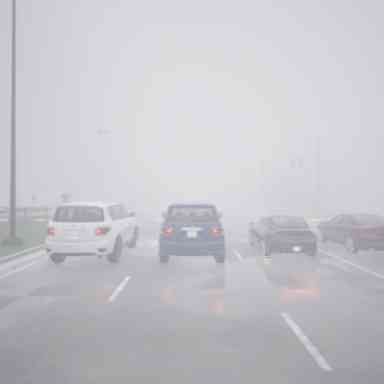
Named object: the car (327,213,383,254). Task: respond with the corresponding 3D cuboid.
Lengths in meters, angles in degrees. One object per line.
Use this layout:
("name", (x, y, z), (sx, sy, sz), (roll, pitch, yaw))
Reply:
("car", (7.024, 1.625, 14.245), (1.882, 1.535, 5.008), (0, 0, 0))

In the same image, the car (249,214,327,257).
("car", (3.517, 1.647, 13.505), (1.837, 1.490, 4.892), (0, 0, 0))

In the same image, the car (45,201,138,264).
("car", (-3.492, 1.356, 12.566), (2.150, 2.045, 5.566), (0, 0, 0))

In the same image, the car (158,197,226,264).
("car", (0.008, 1.356, 12.560), (2.150, 2.045, 5.566), (0, 0, 0))
